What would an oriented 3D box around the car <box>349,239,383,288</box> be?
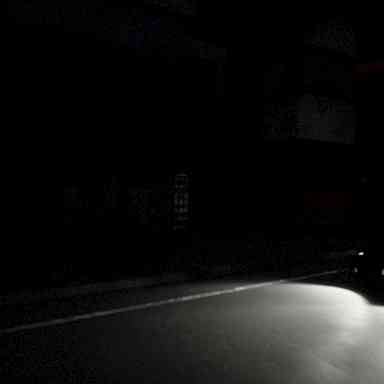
[{"bbox_3d":[5.477,1.391,7.351,4.181,1.385,1.994,1,3,-31],"label":"car"}]
